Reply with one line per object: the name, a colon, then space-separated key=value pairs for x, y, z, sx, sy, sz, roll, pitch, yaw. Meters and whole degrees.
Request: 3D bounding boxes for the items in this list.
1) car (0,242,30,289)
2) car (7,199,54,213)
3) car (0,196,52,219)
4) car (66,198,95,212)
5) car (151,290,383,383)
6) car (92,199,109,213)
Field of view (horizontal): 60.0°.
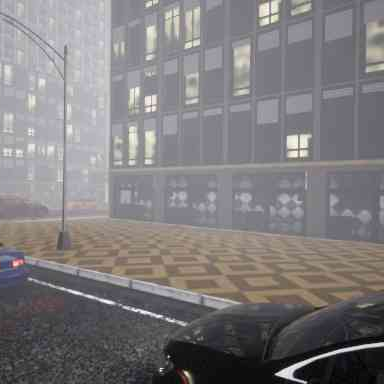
car: x=-6.046 y=1.543 z=8.016 sx=5.357 sy=1.411 sz=2.033 roll=0 pitch=0 yaw=36
car: x=-19.478 y=1.641 z=40.304 sx=1.752 sy=1.417 sz=4.829 roll=1 pitch=0 yaw=37
car: x=-15.999 y=1.517 z=30.922 sx=2.192 sy=1.841 sz=5.009 roll=1 pitch=0 yaw=37
car: x=-14.339 y=1.554 z=42.866 sx=2.097 sy=1.767 sz=4.553 roll=1 pitch=0 yaw=37
car: x=1.874 y=1.505 z=2.346 sx=4.892 sy=1.490 sz=1.837 roll=0 pitch=0 yaw=35
car: x=-9.183 y=1.828 z=40.120 sx=1.752 sy=1.417 sz=4.829 roll=1 pitch=0 yaw=37
